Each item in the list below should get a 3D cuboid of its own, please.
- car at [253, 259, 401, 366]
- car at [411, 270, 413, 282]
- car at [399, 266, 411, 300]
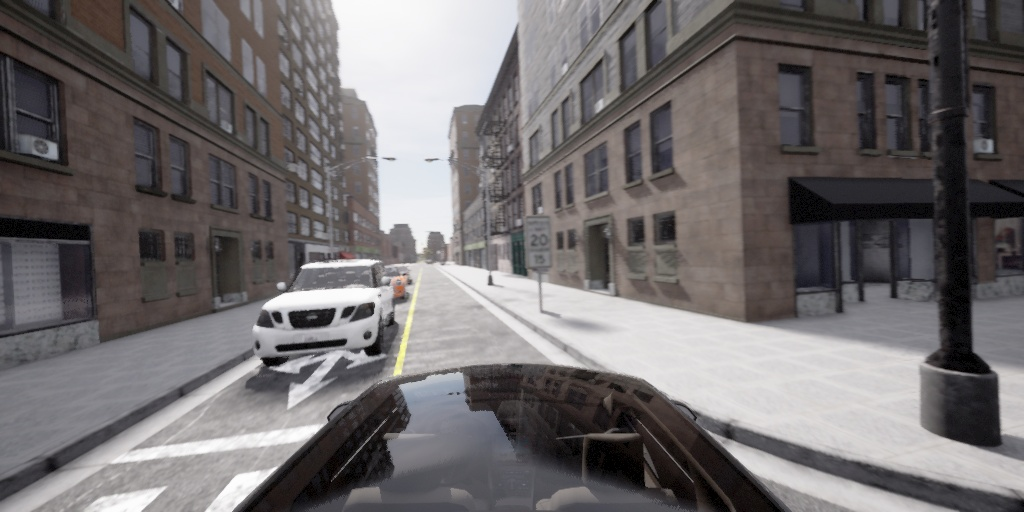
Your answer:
[{"bbox_3d":[-4.243,1.114,9.059,2.150,2.045,5.566,-2,0,-14],"label":"car"},{"bbox_3d":[-9.003,1.504,28.618,1.812,1.442,4.674,-2,0,-14],"label":"car"},{"bbox_3d":[-6.545,1.285,18.509,2.097,1.767,4.553,-2,0,-14],"label":"car"}]
